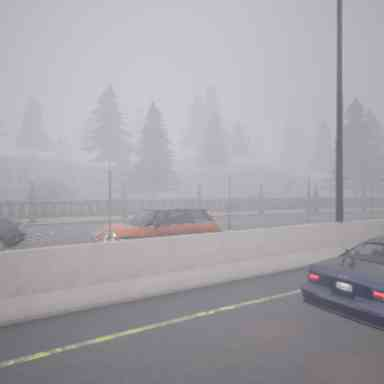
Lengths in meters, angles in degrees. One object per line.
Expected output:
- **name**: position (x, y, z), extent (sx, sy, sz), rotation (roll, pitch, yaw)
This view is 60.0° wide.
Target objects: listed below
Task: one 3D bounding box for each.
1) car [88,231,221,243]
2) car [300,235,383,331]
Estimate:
- **car**: position (-1.207, 1.308, 11.269), extent (4.553, 1.767, 2.097), rotation (0, 0, -31)
- **car**: position (4.539, 1.517, 6.450), extent (5.357, 1.411, 2.033), rotation (0, 0, -30)
